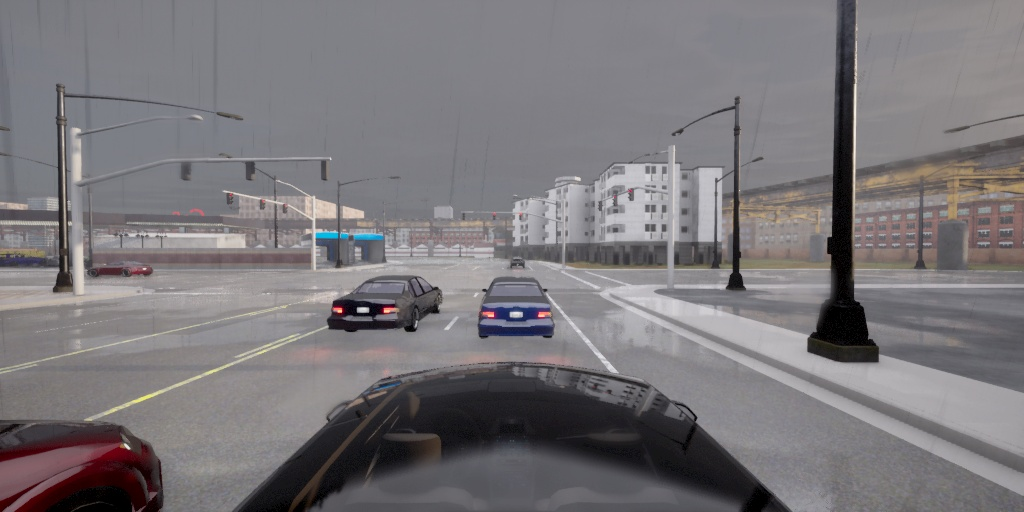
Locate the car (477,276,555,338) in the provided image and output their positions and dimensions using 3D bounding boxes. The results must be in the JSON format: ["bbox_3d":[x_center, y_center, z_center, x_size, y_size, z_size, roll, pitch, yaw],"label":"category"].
[{"bbox_3d":[0.088,1.280,10.107,2.033,1.411,5.357,0,0,0],"label":"car"}]

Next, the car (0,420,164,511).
[{"bbox_3d":[-3.394,1.314,0.711,1.994,1.385,4.181,0,0,-1],"label":"car"}]

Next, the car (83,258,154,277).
[{"bbox_3d":[-33.766,1.084,30.947,4.181,1.385,1.994,0,1,-1],"label":"car"}]

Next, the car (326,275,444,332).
[{"bbox_3d":[-3.408,1.274,10.708,2.033,1.411,5.357,0,0,0],"label":"car"}]

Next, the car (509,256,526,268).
[{"bbox_3d":[0.695,0.771,46.181,1.837,1.490,4.892,0,1,0],"label":"car"}]
